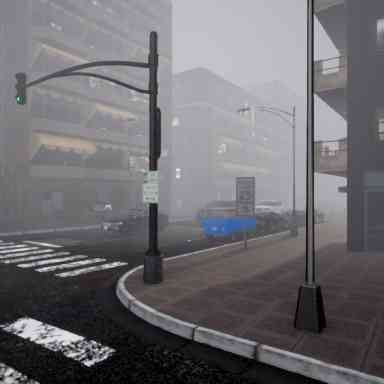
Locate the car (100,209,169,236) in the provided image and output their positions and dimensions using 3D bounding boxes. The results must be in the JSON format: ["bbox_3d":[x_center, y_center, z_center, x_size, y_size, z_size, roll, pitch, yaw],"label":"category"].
[{"bbox_3d":[-3.490,1.815,20.939,2.128,1.511,4.902,0,-1,35],"label":"car"}]

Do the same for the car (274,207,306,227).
[{"bbox_3d":[8.514,2.158,27.906,1.802,1.307,4.206,-1,-2,35],"label":"car"}]

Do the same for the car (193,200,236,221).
[{"bbox_3d":[2.647,1.749,29.551,2.150,2.045,5.566,0,-1,37],"label":"car"}]

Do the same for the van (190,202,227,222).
[{"bbox_3d":[1.681,1.903,32.708,1.690,1.788,3.998,-1,-2,35],"label":"van"}]

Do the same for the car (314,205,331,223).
[{"bbox_3d":[11.725,2.233,32.422,2.008,1.369,4.403,-1,-2,35],"label":"car"}]

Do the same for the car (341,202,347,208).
[{"bbox_3d":[40.111,3.376,86.737,1.752,1.417,4.829,-1,-2,35],"label":"car"}]

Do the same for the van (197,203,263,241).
[{"bbox_3d":[2.230,1.704,18.786,1.690,1.788,3.998,-1,-2,35],"label":"van"}]

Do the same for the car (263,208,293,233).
[{"bbox_3d":[5.304,2.035,23.393,1.947,1.339,4.313,-1,-2,35],"label":"car"}]

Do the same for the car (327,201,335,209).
[{"bbox_3d":[27.364,2.729,68.821,2.192,1.841,5.009,-1,-2,35],"label":"car"}]

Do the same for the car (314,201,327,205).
[{"bbox_3d":[24.155,2.890,64.301,1.802,1.307,4.206,-1,-2,35],"label":"car"}]

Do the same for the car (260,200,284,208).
[{"bbox_3d":[8.843,1.955,38.253,2.150,2.045,5.566,0,-1,36],"label":"car"}]
